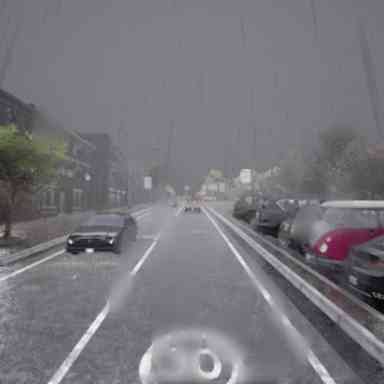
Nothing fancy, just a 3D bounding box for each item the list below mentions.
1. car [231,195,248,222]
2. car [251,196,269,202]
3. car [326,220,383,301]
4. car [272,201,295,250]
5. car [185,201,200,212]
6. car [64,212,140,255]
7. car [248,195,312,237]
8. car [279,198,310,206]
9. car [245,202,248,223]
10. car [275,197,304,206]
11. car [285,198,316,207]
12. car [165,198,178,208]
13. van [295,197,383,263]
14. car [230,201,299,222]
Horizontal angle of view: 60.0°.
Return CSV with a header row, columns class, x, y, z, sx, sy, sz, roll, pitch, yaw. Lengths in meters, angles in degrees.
class,x,y,z,sx,sy,sz,roll,pitch,yaw
car,5.615,1.230,23.375,5.566,2.045,2.435,0,0,0
car,18.718,1.941,91.453,4.553,1.767,2.185,0,-1,0
car,5.590,1.465,6.555,4.892,1.521,2.231,0,0,0
car,5.558,1.334,12.163,4.553,1.767,2.185,0,0,0
car,0.082,1.766,42.203,1.895,1.301,4.718,0,-1,0
car,-3.356,1.542,13.573,2.033,1.411,5.357,0,0,0
car,5.616,1.210,14.964,5.566,2.045,2.435,0,0,0
car,18.683,1.788,60.568,5.008,1.535,2.097,0,-1,0
car,5.593,1.465,17.769,4.892,1.521,2.231,0,0,0
car,18.673,1.819,63.841,4.892,1.521,2.231,0,-1,0
car,18.674,1.800,57.419,4.674,1.452,2.002,0,-1,0
car,-3.345,1.767,53.988,2.128,1.511,4.902,0,-1,0
van,5.477,1.236,9.359,4.442,1.987,1.878,0,0,0
car,5.581,1.495,26.174,4.892,1.521,2.231,0,0,0
